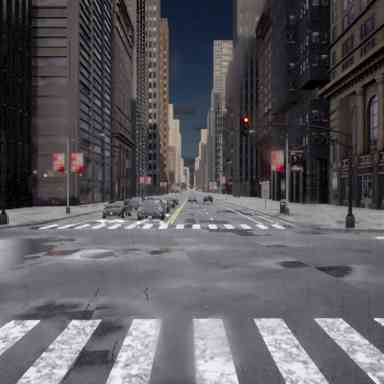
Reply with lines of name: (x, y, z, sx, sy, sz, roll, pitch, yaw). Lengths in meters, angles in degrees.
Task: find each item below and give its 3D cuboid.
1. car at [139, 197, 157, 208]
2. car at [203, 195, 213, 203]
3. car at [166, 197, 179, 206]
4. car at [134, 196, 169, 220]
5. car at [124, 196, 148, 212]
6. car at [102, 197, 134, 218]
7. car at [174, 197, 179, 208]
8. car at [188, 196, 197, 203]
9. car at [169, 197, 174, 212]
car: (-6.590, 1.514, 50.041, 2.033, 1.411, 5.357, 0, 0, 0)
car: (3.348, 1.432, 69.916, 1.837, 1.490, 4.892, 0, 0, 0)
car: (-3.315, 1.558, 56.513, 1.895, 1.301, 4.718, 0, 0, 0)
car: (-3.291, 1.339, 27.689, 2.097, 1.767, 4.553, 0, 0, -2)
car: (-6.598, 1.329, 39.744, 2.097, 1.767, 4.553, 0, 0, 0)
car: (-6.601, 1.490, 29.590, 1.837, 1.490, 4.892, 0, 0, 0)
car: (-3.340, 1.535, 46.496, 1.994, 1.385, 4.181, 0, 0, 0)
car: (0.098, 1.474, 69.828, 2.033, 1.411, 5.357, 0, 0, 0)
car: (-3.353, 1.506, 36.473, 1.812, 1.442, 4.674, 0, 0, 0)
